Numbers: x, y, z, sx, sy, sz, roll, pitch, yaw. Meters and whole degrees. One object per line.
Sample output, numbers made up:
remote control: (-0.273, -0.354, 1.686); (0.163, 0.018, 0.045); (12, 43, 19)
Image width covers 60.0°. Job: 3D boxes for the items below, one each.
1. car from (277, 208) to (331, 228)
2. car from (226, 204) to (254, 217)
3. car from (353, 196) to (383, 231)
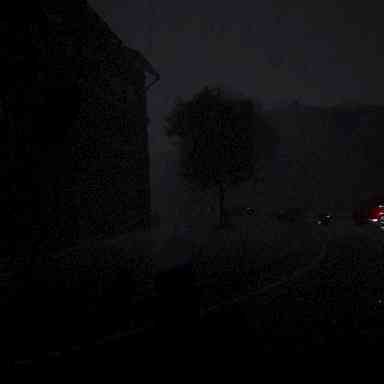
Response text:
car: (8.287, 1.866, 24.965); (1.895, 1.301, 4.718); (-3, -1, -12)
car: (5.217, 2.150, 39.393); (2.128, 1.511, 4.902); (-4, 0, -33)
car: (12.249, 1.229, 20.883); (2.150, 2.045, 5.566); (-2, -1, 2)
